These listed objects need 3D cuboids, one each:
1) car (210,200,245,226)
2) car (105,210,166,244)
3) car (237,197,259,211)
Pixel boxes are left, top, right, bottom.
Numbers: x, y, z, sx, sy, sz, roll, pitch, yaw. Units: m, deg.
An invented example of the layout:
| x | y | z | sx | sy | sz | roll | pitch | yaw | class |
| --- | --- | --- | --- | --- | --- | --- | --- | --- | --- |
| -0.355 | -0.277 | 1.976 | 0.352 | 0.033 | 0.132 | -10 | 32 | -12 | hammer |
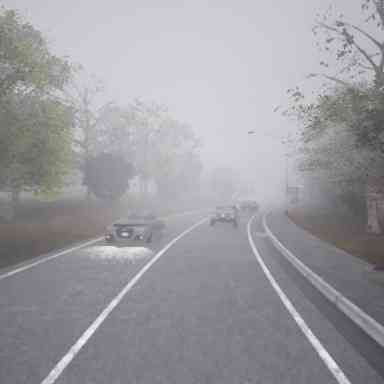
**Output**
| x | y | z | sx | sy | sz | roll | pitch | yaw | class |
| --- | --- | --- | --- | --- | --- | --- | --- | --- | --- |
| 2.470 | 1.585 | 23.862 | 2.033 | 1.411 | 5.357 | 1 | 0 | 11 | car |
| -2.499 | 1.540 | 15.594 | 1.994 | 1.385 | 4.181 | 1 | 0 | 7 | car |
| 7.357 | 1.718 | 42.153 | 1.895 | 1.301 | 4.718 | 2 | 0 | 19 | car |
